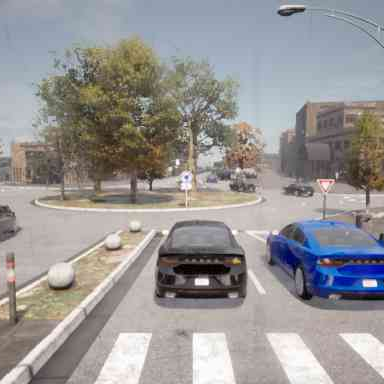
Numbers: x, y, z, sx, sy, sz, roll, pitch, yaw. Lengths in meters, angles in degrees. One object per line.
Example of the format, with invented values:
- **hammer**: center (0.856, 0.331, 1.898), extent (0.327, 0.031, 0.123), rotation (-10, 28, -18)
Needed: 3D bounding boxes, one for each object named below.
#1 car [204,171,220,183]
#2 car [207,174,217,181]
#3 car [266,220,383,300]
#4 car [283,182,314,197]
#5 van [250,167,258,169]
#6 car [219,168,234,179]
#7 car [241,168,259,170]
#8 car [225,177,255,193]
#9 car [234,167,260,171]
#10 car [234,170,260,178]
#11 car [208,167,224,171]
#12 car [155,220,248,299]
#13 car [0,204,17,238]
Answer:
- **car**: center (3.912, -2.767, 66.150), extent (2.097, 1.767, 4.553), rotation (0, 5, 1)
- **car**: center (4.630, -3.406, 75.700), extent (1.895, 1.301, 4.718), rotation (1, 5, 9)
- **car**: center (3.211, 1.446, 8.425), extent (1.882, 1.535, 5.008), rotation (0, 1, 1)
- **car**: center (12.115, -0.346, 38.102), extent (1.837, 1.490, 4.892), rotation (-1, 4, -10)
- **van**: center (13.929, -4.666, 85.142), extent (4.442, 1.987, 1.878), rotation (1, 5, 10)
- **car**: center (8.161, -4.104, 79.114), extent (2.150, 2.045, 5.566), rotation (1, 5, 9)
- **car**: center (13.611, -4.306, 82.422), extent (4.553, 1.767, 2.185), rotation (1, 5, 10)
- **car**: center (6.506, -0.795, 44.343), extent (1.837, 1.490, 4.892), rotation (-2, 5, -25)
- **car**: center (14.529, -4.947, 87.810), extent (5.566, 2.045, 2.435), rotation (1, 6, 10)
- **car**: center (13.110, -3.924, 79.736), extent (4.892, 1.521, 2.231), rotation (1, 5, 10)
- **car**: center (6.136, -4.672, 85.151), extent (2.150, 2.045, 5.566), rotation (1, 6, 10)
- **car**: center (0.208, 1.442, 8.515), extent (1.882, 1.535, 5.008), rotation (0, 1, 1)
- **car**: center (-9.017, 1.307, 14.408), extent (1.837, 1.490, 4.892), rotation (1, 2, -15)
